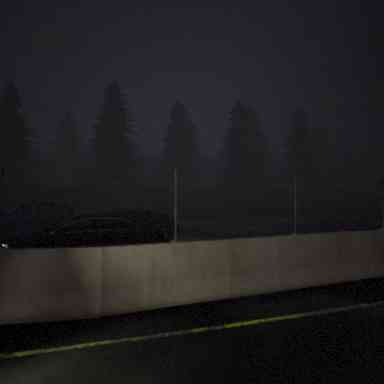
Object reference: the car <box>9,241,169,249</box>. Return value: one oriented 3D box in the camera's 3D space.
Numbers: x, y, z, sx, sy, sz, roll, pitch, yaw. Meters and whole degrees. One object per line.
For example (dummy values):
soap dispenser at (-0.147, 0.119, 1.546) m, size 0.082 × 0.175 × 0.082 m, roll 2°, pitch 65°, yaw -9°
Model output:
car at (-3.135, 1.403, 10.025) m, size 4.902 × 1.511 × 2.128 m, roll 0°, pitch 0°, yaw -18°
